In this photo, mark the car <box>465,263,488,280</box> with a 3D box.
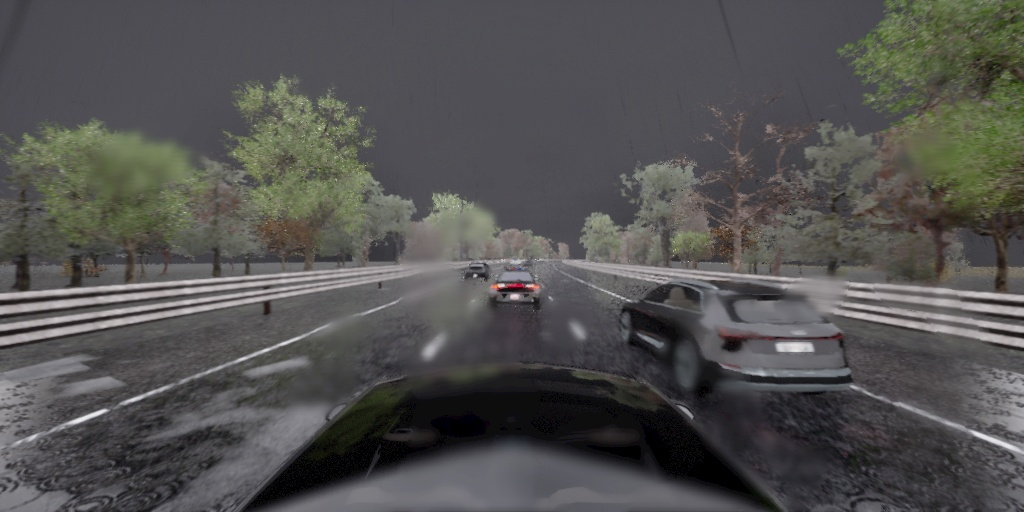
[{"bbox_3d":[-2.845,1.321,31.264,1.837,1.490,4.892,1,0,2],"label":"car"}]

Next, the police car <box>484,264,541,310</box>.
[{"bbox_3d":[0.176,1.297,15.229,2.038,1.542,4.974,0,0,1],"label":"police car"}]

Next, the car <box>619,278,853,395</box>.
[{"bbox_3d":[3.512,1.204,6.689,2.033,1.649,4.856,0,0,0],"label":"car"}]
